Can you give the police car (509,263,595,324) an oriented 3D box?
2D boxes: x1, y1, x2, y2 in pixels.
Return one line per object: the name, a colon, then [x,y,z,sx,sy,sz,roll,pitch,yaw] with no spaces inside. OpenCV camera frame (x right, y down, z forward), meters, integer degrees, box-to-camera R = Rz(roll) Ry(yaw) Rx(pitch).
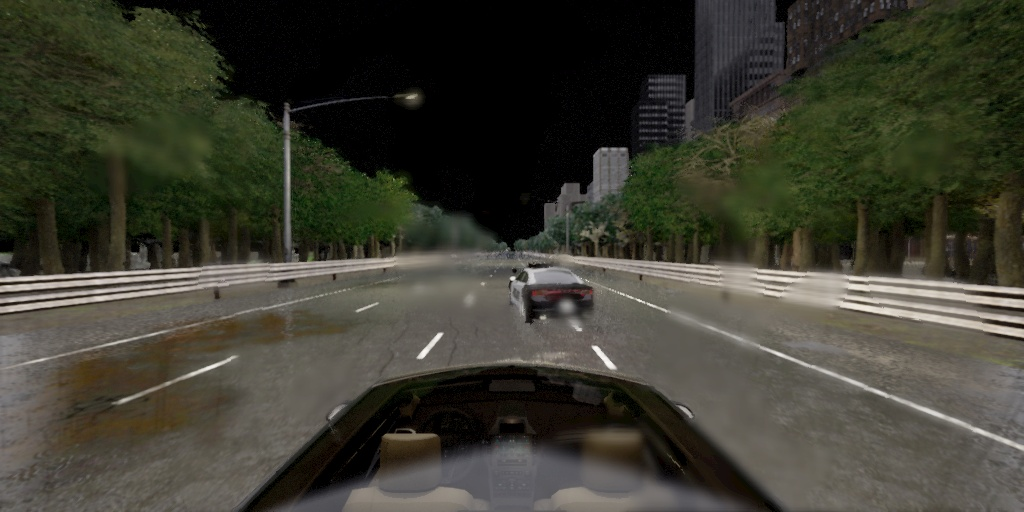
police car: [1.041,1.041,11.709,1.930,1.638,5.238,0,1,-8]
